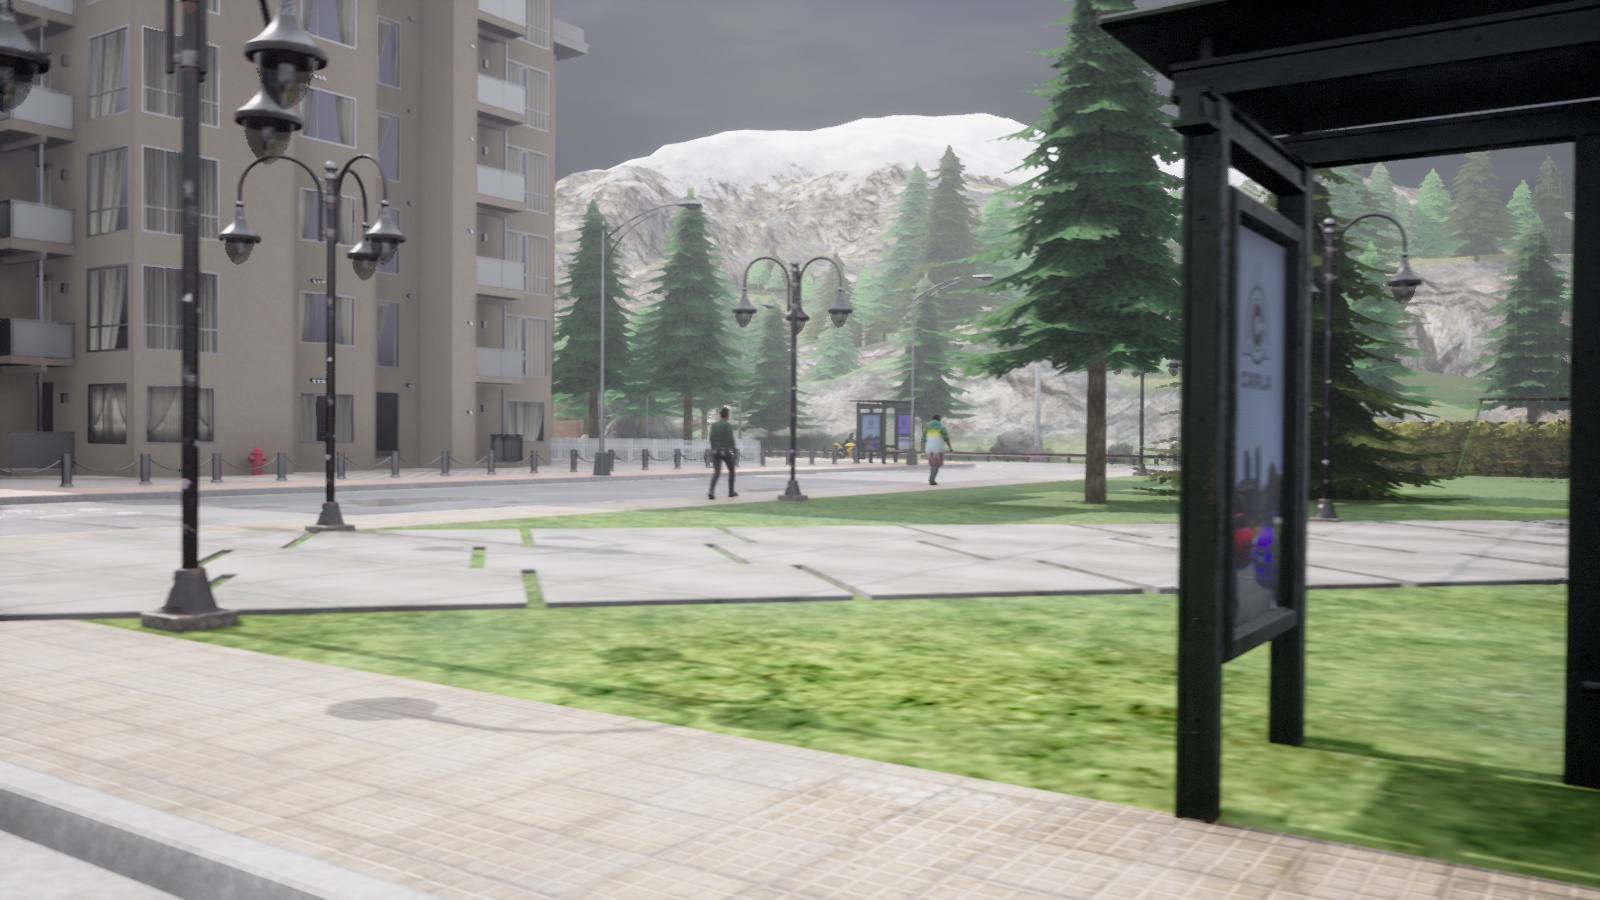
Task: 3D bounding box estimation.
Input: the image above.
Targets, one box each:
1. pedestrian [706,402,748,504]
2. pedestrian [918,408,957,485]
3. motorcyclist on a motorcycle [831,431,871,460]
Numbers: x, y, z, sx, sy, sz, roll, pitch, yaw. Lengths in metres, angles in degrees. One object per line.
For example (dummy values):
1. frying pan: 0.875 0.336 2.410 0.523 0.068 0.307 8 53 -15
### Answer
1. pedestrian: -1.420 0.056 24.416 0.423 1.949 0.788 0 1 32
2. pedestrian: 3.517 -0.093 32.073 0.659 1.952 0.873 0 1 34
3. motorcyclist on a motorcycle: 2.715 -0.228 67.167 2.044 1.523 0.797 0 1 35
